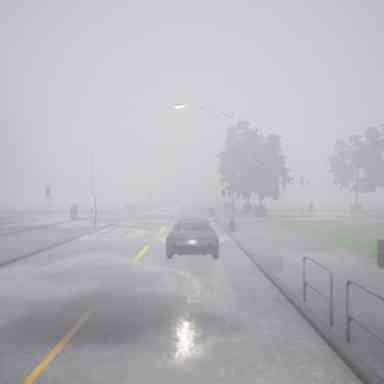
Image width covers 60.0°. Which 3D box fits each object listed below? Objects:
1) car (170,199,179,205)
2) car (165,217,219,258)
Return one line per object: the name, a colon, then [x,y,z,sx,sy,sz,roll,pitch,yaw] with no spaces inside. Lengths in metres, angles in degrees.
car: [-3.933,2.383,76.541,1.994,1.385,4.181,0,-1,0]
car: [0.033,1.712,13.470,1.994,1.385,4.181,0,-1,1]
